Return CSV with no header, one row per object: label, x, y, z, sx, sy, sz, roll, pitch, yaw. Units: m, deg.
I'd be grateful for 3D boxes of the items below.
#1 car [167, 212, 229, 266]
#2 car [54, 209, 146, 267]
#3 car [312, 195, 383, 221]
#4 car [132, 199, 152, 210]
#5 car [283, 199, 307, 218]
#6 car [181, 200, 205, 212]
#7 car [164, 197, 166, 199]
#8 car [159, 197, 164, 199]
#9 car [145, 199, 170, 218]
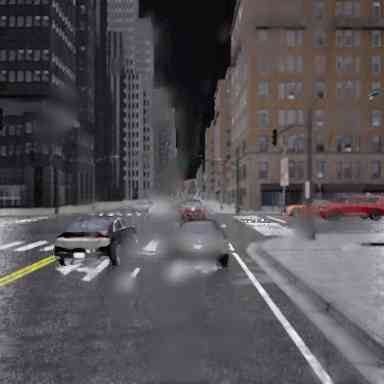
car,0.293,1.650,11.996,1.994,1.385,4.181,0,0,3
car,-3.150,1.576,11.724,2.128,1.511,4.902,0,0,0
car,13.222,1.298,27.686,5.566,2.045,2.150,0,0,1
car,-6.581,1.919,43.653,1.895,1.301,4.718,0,0,0
car,10.818,1.462,30.952,4.553,1.767,2.097,0,0,1
car,0.086,1.530,30.367,2.097,1.767,4.553,0,0,0
car,-6.507,1.906,73.155,2.097,1.767,4.553,0,0,0
car,-6.552,1.976,57.889,2.033,1.411,5.357,0,0,1
car,-3.152,1.740,32.761,1.812,1.442,4.674,0,0,0
